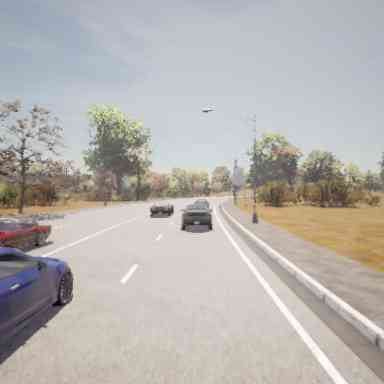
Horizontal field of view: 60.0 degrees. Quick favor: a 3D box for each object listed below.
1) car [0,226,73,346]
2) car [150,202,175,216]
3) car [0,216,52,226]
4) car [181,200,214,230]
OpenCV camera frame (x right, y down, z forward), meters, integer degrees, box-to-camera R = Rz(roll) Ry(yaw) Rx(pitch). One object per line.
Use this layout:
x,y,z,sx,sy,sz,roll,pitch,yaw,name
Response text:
-3.384,1.524,5.004,1.812,1.442,4.674,0,0,0,car
-2.793,1.601,32.377,1.895,1.301,4.718,0,0,3,car
-7.019,1.597,12.222,1.895,1.301,4.718,0,0,1,car
0.339,1.507,21.320,1.837,1.490,4.892,0,0,1,car
